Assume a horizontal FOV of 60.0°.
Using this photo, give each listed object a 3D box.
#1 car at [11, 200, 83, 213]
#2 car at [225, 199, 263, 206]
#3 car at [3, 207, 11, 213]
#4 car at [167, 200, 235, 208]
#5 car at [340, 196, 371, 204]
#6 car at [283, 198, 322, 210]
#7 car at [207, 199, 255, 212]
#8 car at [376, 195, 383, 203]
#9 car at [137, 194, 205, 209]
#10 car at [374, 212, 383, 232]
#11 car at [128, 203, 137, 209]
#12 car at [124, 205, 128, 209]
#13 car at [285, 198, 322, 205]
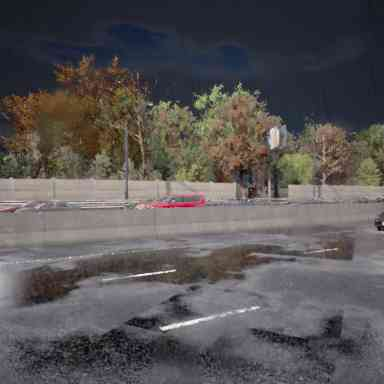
[{"bbox_3d":[-11.034,1.492,25.754,4.902,1.511,2.128,0,0,-30],"label":"car"},{"bbox_3d":[5.159,1.548,35.190,5.357,1.411,2.033,0,0,-30],"label":"car"},{"bbox_3d":[-13.344,1.478,28.461,5.008,1.535,1.882,0,0,-30],"label":"car"},{"bbox_3d":[0.698,1.563,24.490,4.181,1.385,1.994,0,0,-30],"label":"car"},{"bbox_3d":[22.100,1.358,45.059,4.553,1.767,2.097,0,0,-30],"label":"car"},{"bbox_3d":[14.962,1.551,44.952,5.357,1.411,2.033,0,0,-30],"label":"car"},{"bbox_3d":[4.589,1.548,38.910,5.357,1.411,2.033,0,0,-30],"label":"car"},{"bbox_3d":[33.253,1.245,55.545,5.566,2.045,2.150,0,0,-30],"label":"car"},{"bbox_3d":[-1.315,1.221,27.365,5.566,2.045,2.150,0,0,-30],"label":"car"},{"bbox_3d":[12.269,1.525,18.847,4.674,1.442,1.812,0,0,-30],"label":"car"},{"bbox_3d":[-3.041,1.352,30.411,4.553,1.767,2.097,0,0,-30],"label":"car"},{"bbox_3d":[-4.445,1.505,33.642,4.892,1.490,1.837,0,0,-30],"label":"car"},{"bbox_3d":[13.572,1.493,40.091,4.902,1.511,2.128,0,0,-30],"label":"car"}]
